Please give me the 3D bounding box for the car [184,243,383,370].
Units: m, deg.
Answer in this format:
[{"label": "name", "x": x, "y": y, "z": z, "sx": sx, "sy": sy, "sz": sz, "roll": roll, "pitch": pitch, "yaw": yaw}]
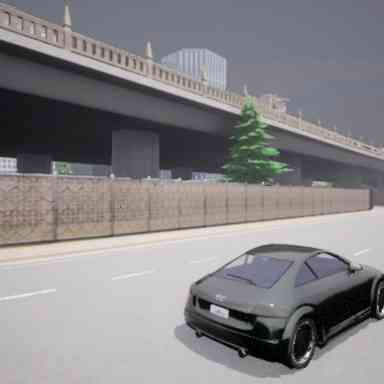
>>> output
[{"label": "car", "x": 1.872, "y": 1.637, "z": 5.944, "sx": 4.181, "sy": 1.385, "sz": 1.994, "roll": 1, "pitch": -1, "yaw": -42}]
